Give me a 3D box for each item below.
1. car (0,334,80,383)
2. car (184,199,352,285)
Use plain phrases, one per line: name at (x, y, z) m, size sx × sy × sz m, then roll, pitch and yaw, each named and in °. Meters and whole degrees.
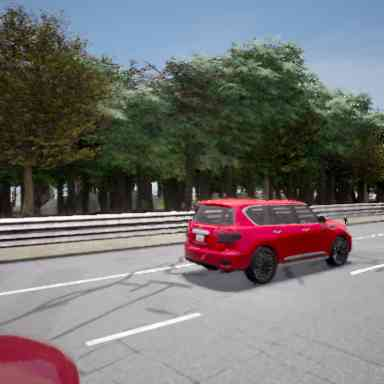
car at (-2.950, 1.525, 1.642) m, size 4.674 × 1.442 × 1.812 m, roll 0°, pitch 0°, yaw -36°
car at (2.377, 1.219, 9.743) m, size 5.566 × 2.045 × 2.150 m, roll 0°, pitch 0°, yaw -36°
